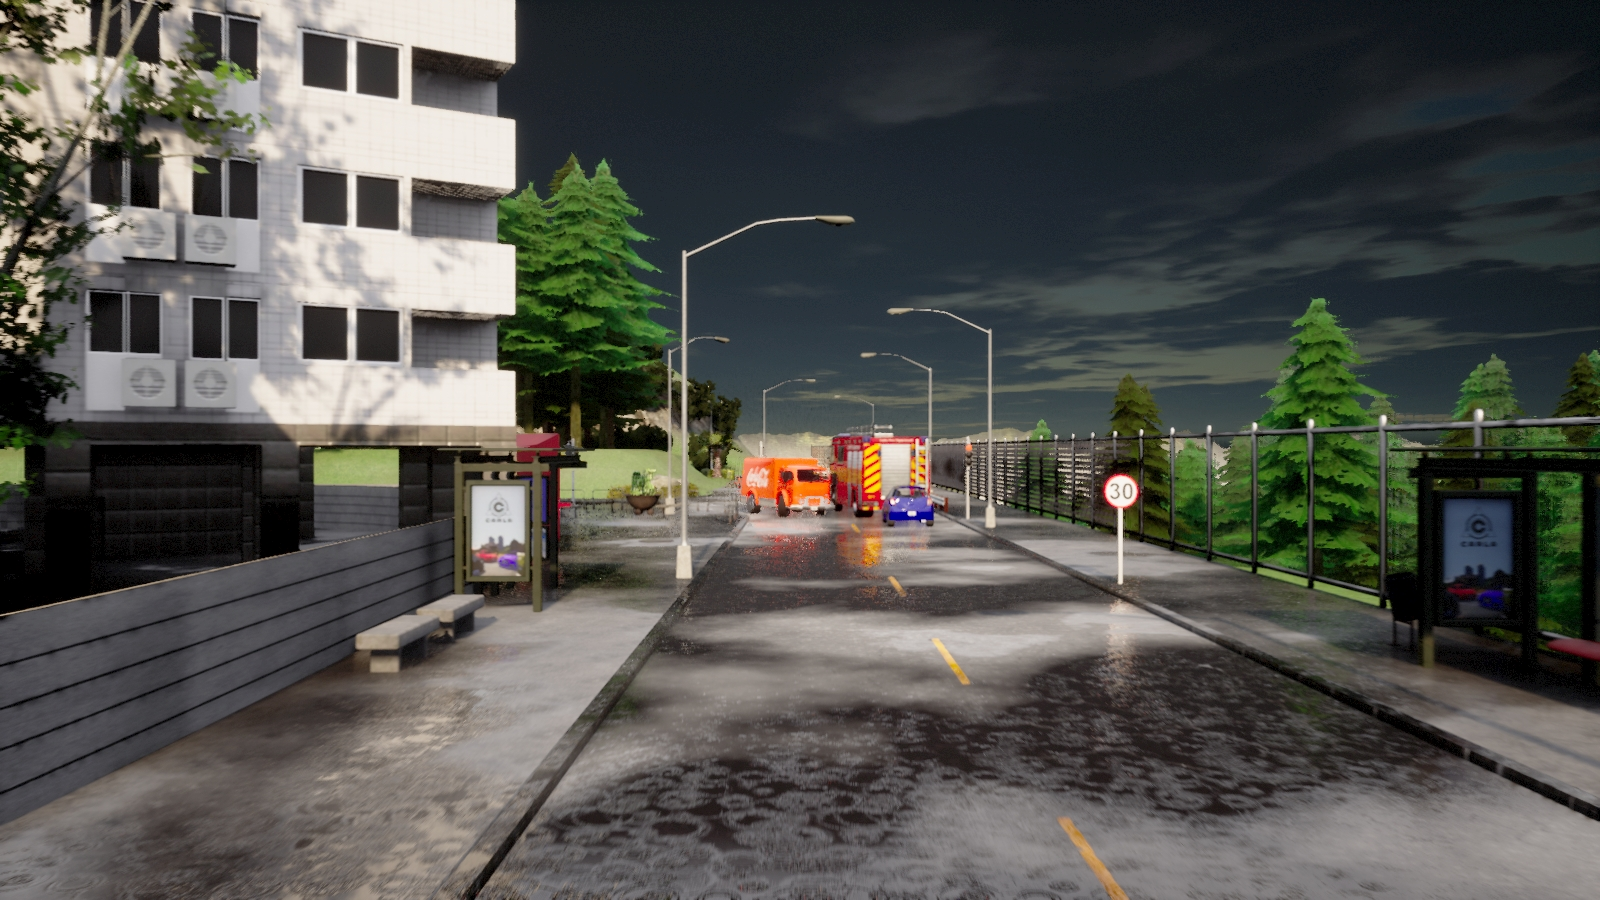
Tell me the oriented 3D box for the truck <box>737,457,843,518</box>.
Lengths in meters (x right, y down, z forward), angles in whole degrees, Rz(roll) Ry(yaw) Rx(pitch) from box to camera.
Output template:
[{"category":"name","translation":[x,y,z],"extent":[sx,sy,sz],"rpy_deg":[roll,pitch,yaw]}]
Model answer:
[{"category":"truck","translation":[-0.517,1.565,49.450],"extent":[2.627,2.467,5.204],"rpy_deg":[1,0,-25]}]

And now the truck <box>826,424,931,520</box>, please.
[{"category":"truck","translation":[3.266,0.890,50.198],"extent":[2.891,3.827,8.468],"rpy_deg":[0,0,-8]}]

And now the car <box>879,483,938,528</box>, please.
[{"category":"car","translation":[3.999,2.038,42.690],"extent":[1.845,1.501,3.633],"rpy_deg":[0,0,0]}]
